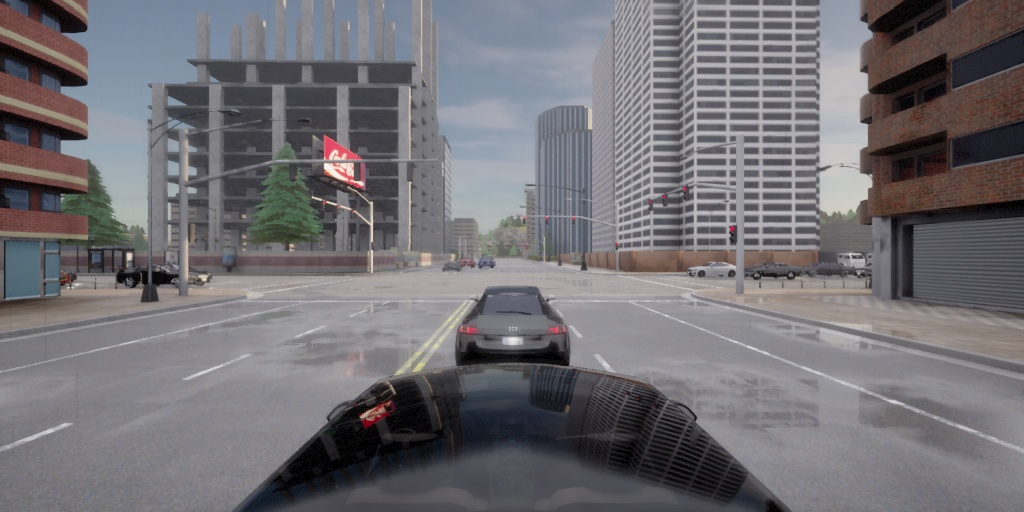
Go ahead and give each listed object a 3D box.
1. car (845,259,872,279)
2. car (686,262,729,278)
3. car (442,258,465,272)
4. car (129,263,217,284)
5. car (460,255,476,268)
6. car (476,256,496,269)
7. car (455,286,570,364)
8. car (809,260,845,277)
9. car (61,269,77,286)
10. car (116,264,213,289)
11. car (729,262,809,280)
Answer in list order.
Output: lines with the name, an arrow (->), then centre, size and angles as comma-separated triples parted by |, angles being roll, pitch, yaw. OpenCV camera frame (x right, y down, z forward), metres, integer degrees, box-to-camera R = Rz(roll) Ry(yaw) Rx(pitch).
car -> 32.218, 1.241, 30.768 | 4.902, 1.511, 2.128 | 0, 0, -1
car -> 19.080, 1.276, 34.066 | 4.674, 1.442, 1.812 | 0, 0, -1
car -> -7.517, 1.313, 45.136 | 1.994, 1.385, 4.181 | 0, 0, -1
car -> -24.698, 1.276, 26.246 | 4.674, 1.442, 1.812 | 0, 0, -1
car -> -7.652, 0.970, 61.403 | 2.150, 2.045, 5.566 | 0, 0, 0
car -> -4.125, 0.975, 57.518 | 2.150, 2.045, 5.566 | 0, 0, -1
car -> 0.009, 1.314, 7.674 | 1.994, 1.385, 4.181 | 0, 0, 0
car -> 29.662, 1.297, 34.238 | 5.357, 1.411, 2.033 | 0, 0, -1
car -> -31.119, 1.102, 22.631 | 4.553, 1.767, 2.097 | 0, 0, -1
car -> -22.017, 1.241, 22.763 | 4.902, 1.511, 2.128 | 0, 0, -1
car -> 21.845, 1.241, 30.627 | 4.902, 1.511, 2.128 | 0, 0, -1
